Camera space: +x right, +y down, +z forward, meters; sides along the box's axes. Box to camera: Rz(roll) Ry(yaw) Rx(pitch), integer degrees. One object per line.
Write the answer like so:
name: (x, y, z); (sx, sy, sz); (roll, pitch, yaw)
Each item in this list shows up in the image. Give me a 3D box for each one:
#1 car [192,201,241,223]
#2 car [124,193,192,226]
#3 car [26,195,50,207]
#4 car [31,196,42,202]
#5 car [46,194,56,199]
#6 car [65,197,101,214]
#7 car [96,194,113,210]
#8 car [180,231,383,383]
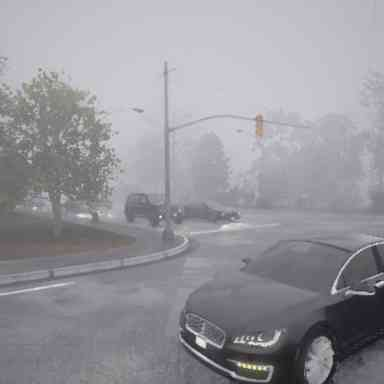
car: (1.050, 1.349, 23.805); (2.033, 1.411, 5.357); (-1, 1, -37)
car: (-2.718, 1.078, 22.974); (2.150, 2.045, 5.566); (-1, 1, -37)
car: (-23.344, 1.578, 49.394); (2.033, 1.411, 5.357); (-1, 0, -38)
car: (-38.470, 1.652, 82.332); (2.033, 1.411, 5.357); (-1, 0, -30)
car: (-36.003, 1.667, 85.015); (1.895, 1.301, 4.718); (-1, 0, -30)
car: (-11.672, 1.369, 34.518); (2.128, 1.511, 4.902); (-1, 1, -38)
car: (-11.562, 1.063, 40.012); (2.150, 2.045, 5.566); (-1, 0, -38)
car: (2.090, 1.457, 5.252); (4.892, 1.490, 1.837); (-1, 1, -35)
